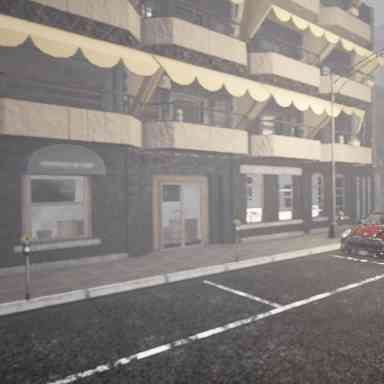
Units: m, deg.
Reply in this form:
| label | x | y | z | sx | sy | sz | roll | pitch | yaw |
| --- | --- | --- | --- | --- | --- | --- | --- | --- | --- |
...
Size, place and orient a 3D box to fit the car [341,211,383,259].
| label | x | y | z | sx | sy | sz | roll | pitch | yaw |
| --- | --- | --- | --- | --- | --- | --- | --- | --- | --- |
| car | 7.007 | 1.378 | 11.658 | 4.097 | 1.590 | 1.967 | -1 | 0 | -36 |
